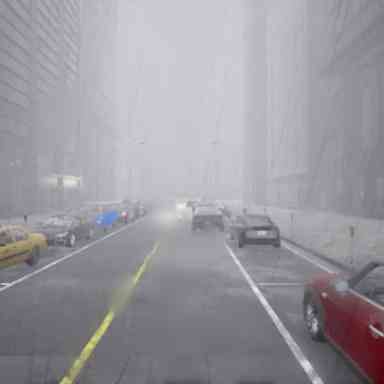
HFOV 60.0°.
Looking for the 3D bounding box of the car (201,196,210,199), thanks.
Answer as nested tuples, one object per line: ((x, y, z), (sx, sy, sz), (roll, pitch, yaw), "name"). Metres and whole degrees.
((2.774, 1.818, 54.608), (1.967, 1.590, 4.097), (0, 0, 0), "car")

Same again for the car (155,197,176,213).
((-3.079, 1.781, 42.031), (2.128, 1.511, 4.902), (0, -1, 0), "car")

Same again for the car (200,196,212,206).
((2.777, 1.778, 65.880), (2.192, 1.841, 5.009), (0, 0, 0), "car")

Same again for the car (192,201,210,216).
((0.911, 1.777, 36.761), (1.812, 1.442, 4.674), (0, 0, 0), "car")

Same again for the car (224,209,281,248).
((2.764, 1.668, 15.153), (1.947, 1.339, 4.313), (0, 0, 0), "car")

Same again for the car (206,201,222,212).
((2.772, 1.879, 43.334), (1.802, 1.307, 4.206), (0, 0, 0), "car")

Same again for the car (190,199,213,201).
((0.909, 1.688, 30.762), (1.882, 1.535, 5.008), (0, 0, 0), "car")

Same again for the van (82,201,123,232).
((-5.760, 1.482, 20.787), (1.690, 1.788, 3.998), (0, 0, 0), "van")

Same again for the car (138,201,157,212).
((-5.753, 1.863, 43.331), (1.947, 1.339, 4.313), (0, 0, 0), "car")

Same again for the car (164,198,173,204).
((-5.743, 2.161, 82.786), (1.947, 1.339, 4.313), (0, 0, 0), "car")

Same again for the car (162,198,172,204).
((-5.744, 2.116, 77.150), (1.947, 1.339, 4.313), (0, 0, 0), "car")

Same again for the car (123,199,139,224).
((-5.758, 1.620, 26.422), (1.967, 1.590, 4.097), (0, 0, 0), "car")

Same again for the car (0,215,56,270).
((-5.762, 1.588, 9.343), (1.752, 1.417, 4.829), (0, 0, 0), "car")

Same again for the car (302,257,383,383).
((2.761, 1.467, 3.882), (1.967, 1.590, 4.097), (0, 0, 0), "car")

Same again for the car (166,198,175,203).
((-5.741, 2.191, 88.423), (2.008, 1.369, 4.403), (0, 0, 0), "car")

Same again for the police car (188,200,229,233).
((0.906, 1.567, 20.872), (1.930, 1.638, 5.238), (0, 0, 0), "police car")

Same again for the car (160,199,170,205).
((-5.745, 2.088, 71.514), (1.802, 1.307, 4.206), (0, 0, 0), "car")

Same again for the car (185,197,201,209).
((0.015, 1.878, 53.874), (1.837, 1.490, 4.892), (0, 0, 0), "car")

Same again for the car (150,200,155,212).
((-5.754, 1.824, 37.695), (1.947, 1.339, 4.313), (0, 0, 0), "car")

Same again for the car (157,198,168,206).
((-5.747, 1.987, 65.708), (1.752, 1.417, 4.829), (0, 0, 0), "car")

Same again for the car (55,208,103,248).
((-5.761, 1.653, 15.149), (2.008, 1.369, 4.403), (0, 0, 0), "car")

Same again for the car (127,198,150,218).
((-5.757, 1.534, 32.060), (2.192, 1.841, 5.009), (0, 0, 0), "car")

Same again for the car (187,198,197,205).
((0.020, 1.914, 69.786), (1.994, 1.385, 4.181), (0, 0, 0), "car")

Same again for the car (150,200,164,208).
((-5.750, 1.960, 54.605), (1.802, 1.307, 4.206), (0, 0, 0), "car")

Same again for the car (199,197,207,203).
((2.783, 2.081, 88.423), (1.967, 1.590, 4.097), (0, 0, 0), "car")

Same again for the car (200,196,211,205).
((2.778, 1.821, 71.516), (2.192, 1.841, 5.009), (0, 0, 0), "car")

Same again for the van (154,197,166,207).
((-5.749, 1.761, 60.243), (1.690, 1.788, 3.998), (0, 0, 0), "van")
